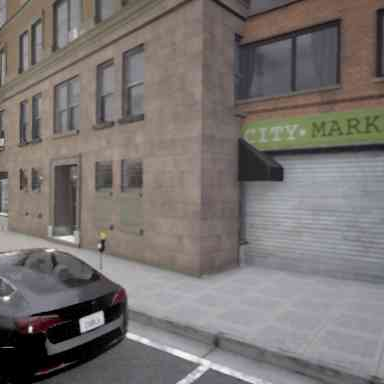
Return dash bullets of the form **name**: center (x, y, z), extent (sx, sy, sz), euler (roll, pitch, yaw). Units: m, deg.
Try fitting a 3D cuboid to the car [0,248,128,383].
- **car**: center (-2.864, 1.547, 5.111), extent (4.313, 1.339, 1.947), euler (0, 1, 35)
